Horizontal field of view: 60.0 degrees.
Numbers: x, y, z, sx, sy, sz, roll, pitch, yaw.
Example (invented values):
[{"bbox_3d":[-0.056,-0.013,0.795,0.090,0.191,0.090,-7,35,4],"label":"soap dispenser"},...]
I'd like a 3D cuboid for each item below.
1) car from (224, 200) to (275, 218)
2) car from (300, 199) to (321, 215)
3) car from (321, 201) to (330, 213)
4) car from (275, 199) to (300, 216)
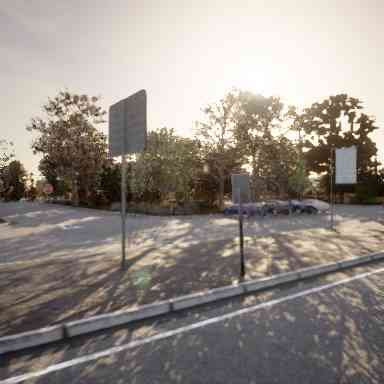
[{"bbox_3d":[4.902,1.548,30.422,2.002,1.452,4.674,0,0,-36],"label":"car"},{"bbox_3d":[10.171,1.499,34.311,2.097,1.535,5.008,0,0,-36],"label":"car"},{"bbox_3d":[12.712,1.535,36.170,2.002,1.452,4.674,0,0,-36],"label":"car"},{"bbox_3d":[7.542,1.504,32.362,2.231,1.521,4.892,0,0,-36],"label":"car"}]
